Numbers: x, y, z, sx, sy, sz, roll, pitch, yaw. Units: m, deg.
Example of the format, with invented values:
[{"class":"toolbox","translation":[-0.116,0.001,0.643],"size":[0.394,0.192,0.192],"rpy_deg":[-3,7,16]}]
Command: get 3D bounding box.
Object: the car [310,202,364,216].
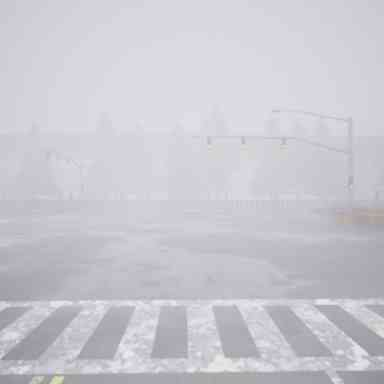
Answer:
[{"class":"car","translation":[15.410,1.770,35.117],"size":[5.357,1.411,2.033],"rpy_deg":[0,0,-2]}]
